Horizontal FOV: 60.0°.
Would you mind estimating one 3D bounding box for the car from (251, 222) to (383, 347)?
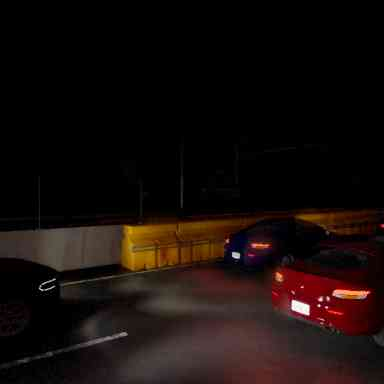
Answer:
[{"bbox_3d":[3.451,1.526,6.217,4.674,1.442,1.812,0,0,-36],"label":"car"}]

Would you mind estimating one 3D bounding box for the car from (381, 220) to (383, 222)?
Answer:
[{"bbox_3d":[10.853,1.547,15.784,5.357,1.411,2.033,0,0,-36],"label":"car"}]

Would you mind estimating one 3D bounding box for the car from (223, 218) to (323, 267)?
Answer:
[{"bbox_3d":[3.052,1.526,10.226,4.674,1.442,1.812,0,0,-35],"label":"car"}]

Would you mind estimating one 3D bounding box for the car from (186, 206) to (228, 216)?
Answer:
[{"bbox_3d":[-0.042,1.601,21.165,4.718,1.301,1.895,0,0,-36],"label":"car"}]

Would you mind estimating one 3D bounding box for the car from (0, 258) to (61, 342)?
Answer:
[{"bbox_3d":[-4.560,1.478,4.792,5.008,1.535,1.882,0,0,-35],"label":"car"}]
